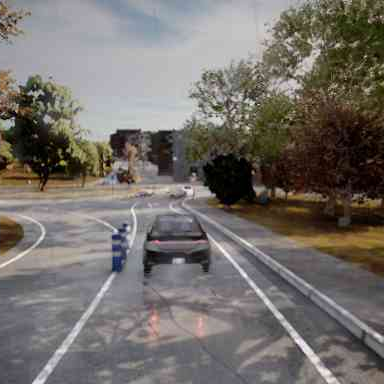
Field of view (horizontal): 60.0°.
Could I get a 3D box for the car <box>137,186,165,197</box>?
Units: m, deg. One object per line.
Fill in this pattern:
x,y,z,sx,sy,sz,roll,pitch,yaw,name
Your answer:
-4.539,-0.097,41.561,1.895,1.301,4.718,3,5,37,car

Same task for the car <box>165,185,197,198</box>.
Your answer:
-1.035,-0.108,40.602,1.812,1.442,4.674,1,4,26,car

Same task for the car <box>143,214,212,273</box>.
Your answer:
-0.538,1.434,10.642,2.128,1.511,4.902,0,1,-5,car
